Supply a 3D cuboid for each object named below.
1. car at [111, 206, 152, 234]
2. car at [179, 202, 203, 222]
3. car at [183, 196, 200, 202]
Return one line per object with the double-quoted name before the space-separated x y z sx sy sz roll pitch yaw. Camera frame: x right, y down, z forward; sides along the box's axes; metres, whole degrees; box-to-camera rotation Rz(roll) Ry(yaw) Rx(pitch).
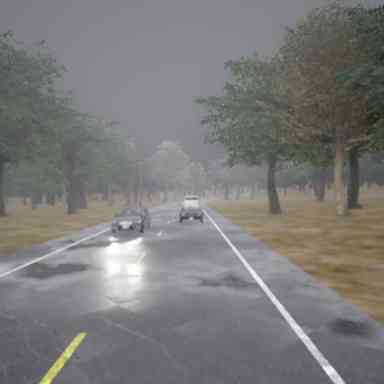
"car" -3.565 1.609 20.243 2.128 1.511 4.902 0 0 0
"car" -0.042 1.748 27.433 1.895 1.301 4.718 0 0 0
"car" -0.073 1.529 45.567 2.150 2.045 5.566 0 0 0
